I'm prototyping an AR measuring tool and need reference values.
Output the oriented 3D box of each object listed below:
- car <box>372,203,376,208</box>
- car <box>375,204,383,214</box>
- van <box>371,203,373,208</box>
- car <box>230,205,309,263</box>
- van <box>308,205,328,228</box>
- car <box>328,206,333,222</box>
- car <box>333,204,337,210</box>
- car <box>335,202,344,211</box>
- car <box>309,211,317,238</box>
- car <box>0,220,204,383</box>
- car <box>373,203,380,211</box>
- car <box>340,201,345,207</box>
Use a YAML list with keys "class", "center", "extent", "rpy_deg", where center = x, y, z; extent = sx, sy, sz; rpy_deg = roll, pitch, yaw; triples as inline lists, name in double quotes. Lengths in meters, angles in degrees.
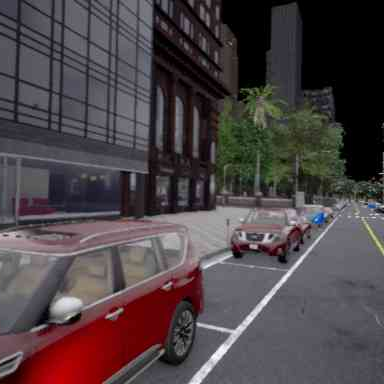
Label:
- class: "car"
  center: [41.111, 3.609, 72.827]
  extent: [1.752, 1.417, 4.829]
  rpy_deg: [1, -1, 26]
- class: "car"
  center: [36.348, 3.395, 62.902]
  extent: [1.947, 1.339, 4.313]
  rpy_deg: [1, -1, 26]
- class: "van"
  center: [43.387, 3.546, 77.562]
  extent: [1.690, 1.788, 3.998]
  rpy_deg: [1, -1, 26]
- class: "car"
  center: [3.165, 1.575, 13.440]
  extent: [2.192, 1.841, 5.009]
  rpy_deg: [1, -1, 26]
- class: "van"
  center: [10.204, 1.990, 28.112]
  extent: [1.690, 1.788, 3.998]
  rpy_deg: [1, -1, 26]
- class: "car"
  center: [12.548, 2.218, 33.001]
  extent: [1.967, 1.590, 4.097]
  rpy_deg: [1, -1, 26]
- class: "car"
  center: [17.238, 2.617, 42.781]
  extent: [1.802, 1.307, 4.206]
  rpy_deg: [1, -1, 26]
- class: "car"
  center: [31.018, 3.330, 71.497]
  extent: [2.008, 1.369, 4.403]
  rpy_deg: [1, -1, 26]
- class: "car"
  center: [5.506, 1.934, 18.327]
  extent: [1.887, 1.381, 4.507]
  rpy_deg: [1, -1, 26]
- class: "car"
  center: [-1.528, 1.318, 3.659]
  extent: [2.192, 1.841, 5.009]
  rpy_deg: [1, -1, 26]
- class: "car"
  center: [38.692, 3.521, 67.788]
  extent: [1.947, 1.339, 4.313]
  rpy_deg: [1, -1, 26]
- class: "car"
  center: [33.365, 3.345, 76.384]
  extent: [1.967, 1.590, 4.097]
  rpy_deg: [1, -1, 26]
